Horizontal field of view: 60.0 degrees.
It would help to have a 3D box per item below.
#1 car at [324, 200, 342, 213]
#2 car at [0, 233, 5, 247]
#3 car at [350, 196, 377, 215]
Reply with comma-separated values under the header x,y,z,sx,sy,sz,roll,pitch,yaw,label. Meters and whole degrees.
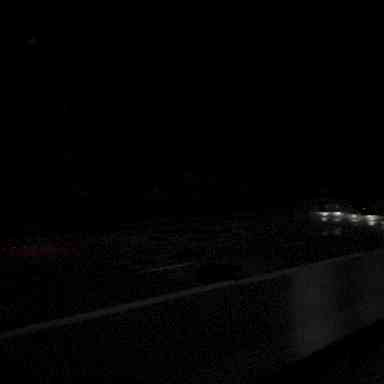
x,y,z,sx,sy,sz,roll,pitch,yaw,label
17.655,1.765,41.660,1.812,1.442,4.674,0,-1,26,car
-8.813,1.637,10.678,4.718,1.301,1.895,0,0,-36,car
19.249,1.423,37.150,2.150,2.045,5.566,0,-1,29,car
